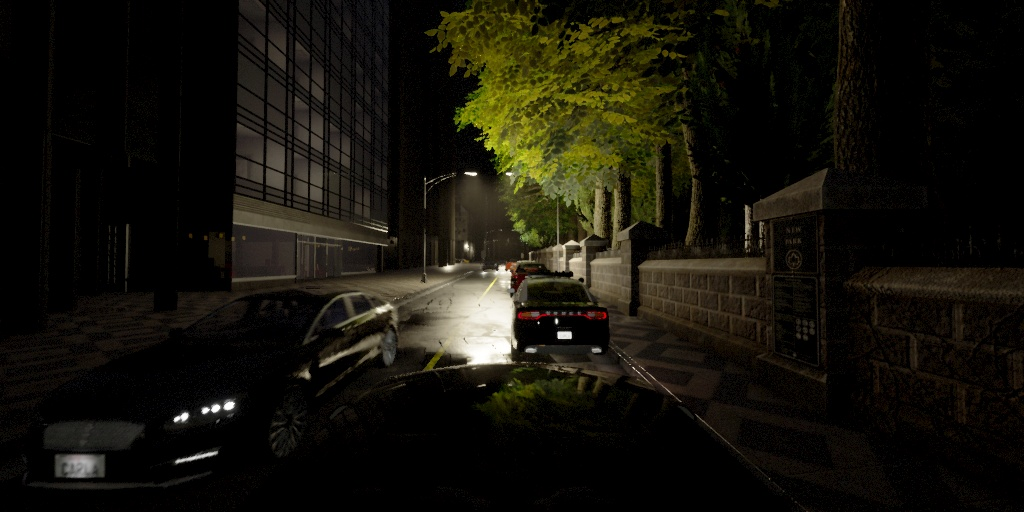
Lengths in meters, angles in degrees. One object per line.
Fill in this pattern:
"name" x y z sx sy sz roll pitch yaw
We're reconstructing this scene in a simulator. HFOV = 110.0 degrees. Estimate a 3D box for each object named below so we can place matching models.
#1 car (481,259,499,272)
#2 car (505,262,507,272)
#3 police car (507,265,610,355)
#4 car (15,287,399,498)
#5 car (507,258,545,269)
"car" -2.839 1.129 47.356 2.097 1.767 4.553 0 0 0
"car" 0.207 1.129 47.423 2.097 1.767 4.553 0 0 1
"police car" 0.924 1.177 8.817 1.930 1.638 5.238 0 0 0
"car" -3.089 1.242 5.021 2.128 1.511 4.902 0 0 0
"car" 0.958 1.106 18.680 2.097 1.767 4.553 0 0 0
